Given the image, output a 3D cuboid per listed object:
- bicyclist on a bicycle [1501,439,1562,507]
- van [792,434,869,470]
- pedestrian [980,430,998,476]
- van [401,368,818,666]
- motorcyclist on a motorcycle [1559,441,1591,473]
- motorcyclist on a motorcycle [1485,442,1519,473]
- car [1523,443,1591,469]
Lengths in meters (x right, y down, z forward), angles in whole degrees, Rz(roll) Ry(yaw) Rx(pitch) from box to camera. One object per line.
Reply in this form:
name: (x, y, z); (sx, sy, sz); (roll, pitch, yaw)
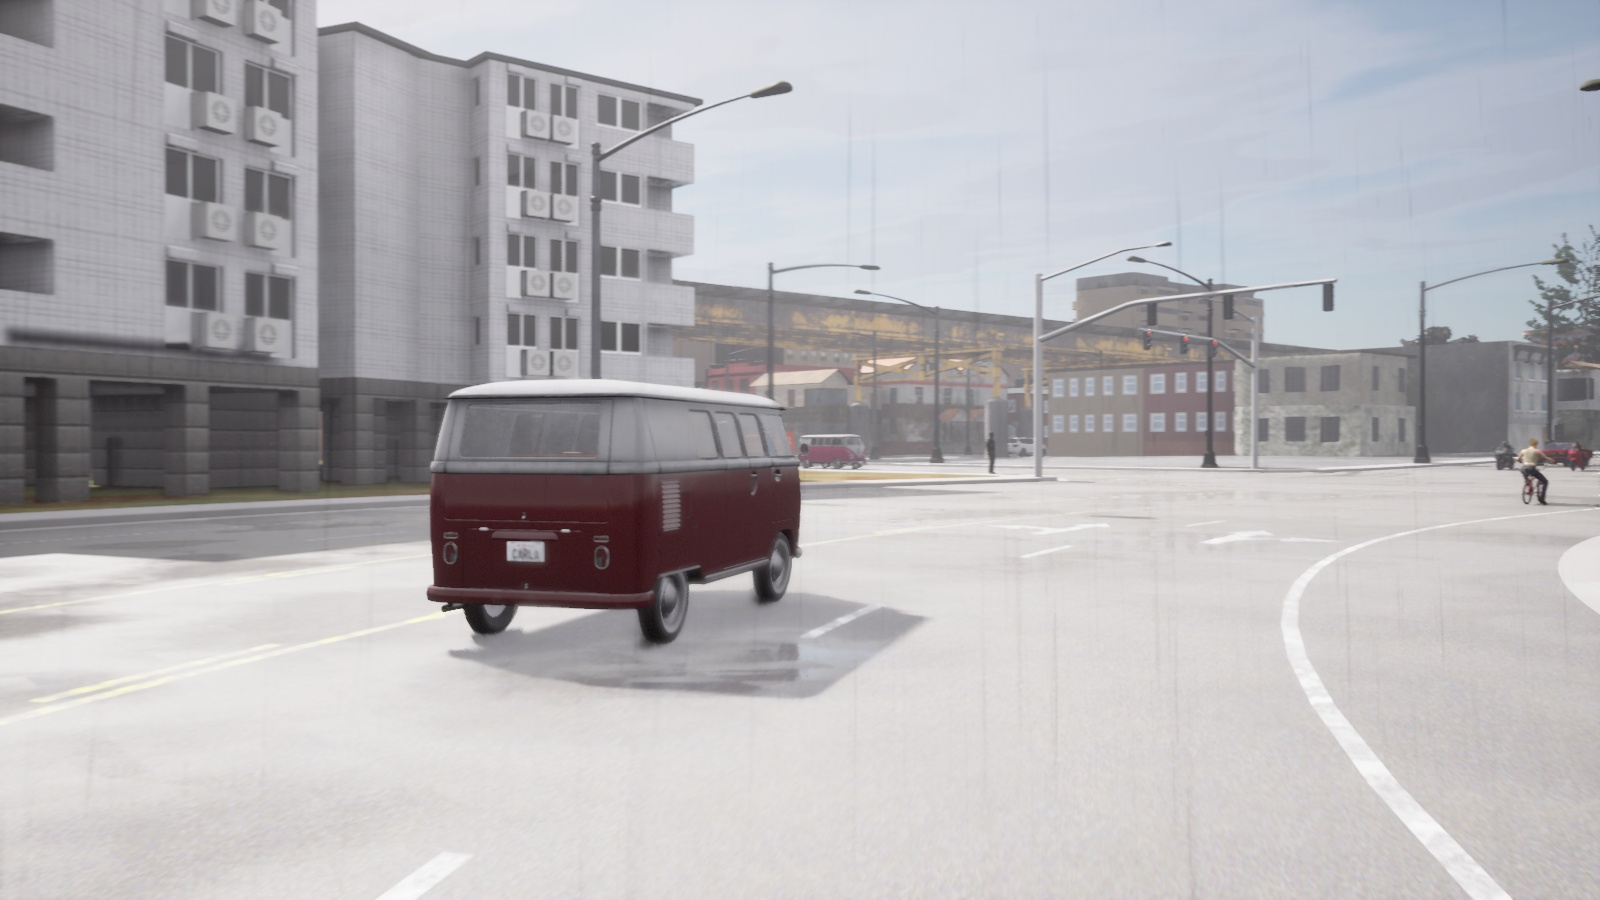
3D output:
bicyclist on a bicycle: (17.864, 0.547, 30.660); (1.509, 1.612, 0.866); (0, 0, -41)
van: (1.687, 0.099, 71.370); (1.775, 1.987, 4.442); (0, 0, -42)
pedestrian: (8.078, 0.117, 53.678); (0.395, 1.930, 0.692); (0, 0, -43)
van: (-1.325, 0.435, 10.764); (1.775, 1.987, 4.442); (0, 0, 17)
motorcyclist on a motorcycle: (37.904, 0.337, 61.433); (2.044, 1.523, 0.797); (-1, 1, -42)
motorcyclist on a motorcycle: (35.929, 0.368, 64.261); (2.191, 1.530, 0.866); (-1, 1, -41)
car: (41.907, 0.305, 69.506); (4.718, 1.301, 1.895); (-1, 1, -41)
